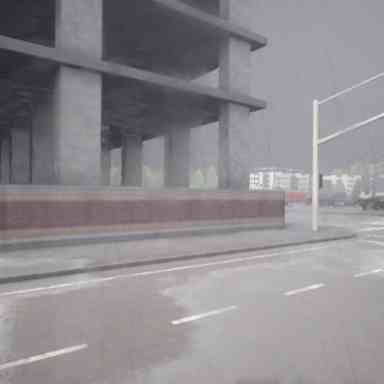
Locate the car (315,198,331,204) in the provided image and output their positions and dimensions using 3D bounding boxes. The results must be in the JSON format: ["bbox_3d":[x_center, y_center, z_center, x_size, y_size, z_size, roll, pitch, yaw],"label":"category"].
[{"bbox_3d":[31.043,2.135,78.791,3.905,1.438,1.784,1,0,-35],"label":"car"}]

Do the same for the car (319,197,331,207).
[{"bbox_3d":[25.162,1.971,60.999,3.905,1.438,1.784,1,0,-35],"label":"car"}]

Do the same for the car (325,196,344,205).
[{"bbox_3d":[32.665,1.924,76.390,4.605,1.855,1.932,1,0,-35],"label":"car"}]

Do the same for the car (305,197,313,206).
[{"bbox_3d":[23.573,1.760,63.162,4.605,1.855,1.932,1,0,-35],"label":"car"}]

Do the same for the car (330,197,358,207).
[{"bbox_3d":[26.833,2.002,58.634,3.806,1.475,1.970,1,0,-35],"label":"car"}]
